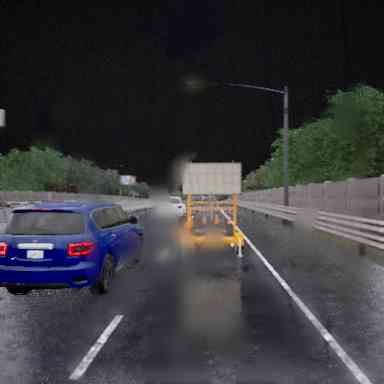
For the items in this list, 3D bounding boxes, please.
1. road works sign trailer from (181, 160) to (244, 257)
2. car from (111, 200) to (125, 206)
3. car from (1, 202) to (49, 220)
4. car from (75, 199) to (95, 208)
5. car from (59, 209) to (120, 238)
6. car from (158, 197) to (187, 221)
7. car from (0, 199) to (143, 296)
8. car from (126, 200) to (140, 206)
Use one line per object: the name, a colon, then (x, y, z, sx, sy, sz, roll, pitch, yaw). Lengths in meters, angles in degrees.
road works sign trailer: (0.794, 0.541, 13.370, 2.380, 3.560, 2.880, 0, 0, 3)
car: (-16.997, 2.524, 76.606, 1.895, 1.301, 4.718, 0, -1, 3)
car: (-15.881, 1.784, 31.916, 1.882, 1.535, 5.008, 0, -1, 3)
car: (-21.062, 2.193, 65.660, 2.097, 1.767, 4.553, 0, -1, 3)
car: (-5.801, 1.742, 19.520, 1.895, 1.301, 4.718, 0, -1, 3)
car: (-1.737, 1.489, 30.376, 2.150, 2.045, 5.566, 0, -1, 2)
car: (-2.838, 1.278, 8.993, 2.150, 2.045, 5.566, 0, 0, 3)
car: (-13.521, 2.474, 76.044, 2.128, 1.511, 4.902, 0, -1, 3)
